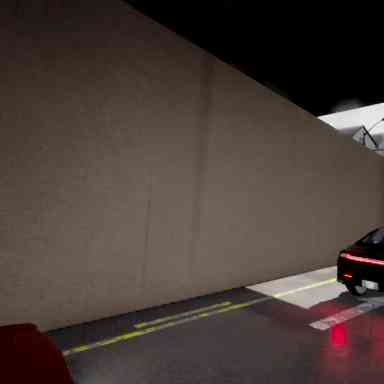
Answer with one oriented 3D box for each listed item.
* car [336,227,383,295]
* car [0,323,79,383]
[{"bbox_3d":[5.244,1.491,7.512,4.902,1.511,2.128,0,0,-35],"label":"car"},{"bbox_3d":[-2.998,1.601,1.687,4.718,1.301,1.895,0,0,-35],"label":"car"}]
